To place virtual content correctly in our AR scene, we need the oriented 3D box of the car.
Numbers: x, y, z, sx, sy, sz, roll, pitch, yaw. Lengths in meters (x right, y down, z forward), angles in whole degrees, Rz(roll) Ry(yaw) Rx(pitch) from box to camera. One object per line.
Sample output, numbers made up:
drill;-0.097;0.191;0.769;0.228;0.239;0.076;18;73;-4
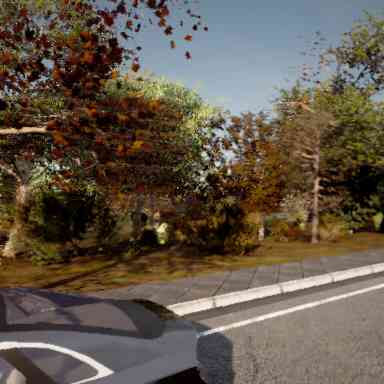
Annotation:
car;-2.156;1.509;1.982;4.902;1.511;2.128;1;-1;-33
